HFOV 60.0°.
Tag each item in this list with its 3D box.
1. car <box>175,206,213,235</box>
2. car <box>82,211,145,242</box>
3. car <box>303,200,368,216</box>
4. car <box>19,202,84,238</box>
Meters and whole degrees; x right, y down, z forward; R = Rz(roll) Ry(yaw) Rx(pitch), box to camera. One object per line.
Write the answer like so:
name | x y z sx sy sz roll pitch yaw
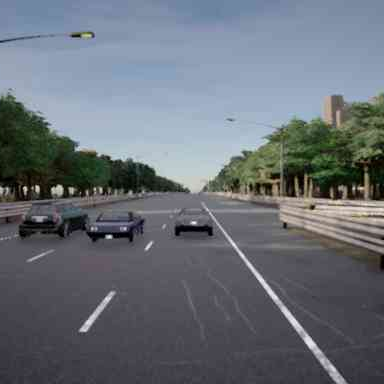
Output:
car | 0.092 1.484 18.393 1.994 1.385 4.181 0 0 0
car | -3.406 1.536 15.885 1.895 1.301 4.718 0 0 0
car | 10.500 1.347 25.056 1.801 1.575 5.366 0 0 -21
car | -6.906 1.279 17.188 2.097 1.767 4.553 0 0 0
